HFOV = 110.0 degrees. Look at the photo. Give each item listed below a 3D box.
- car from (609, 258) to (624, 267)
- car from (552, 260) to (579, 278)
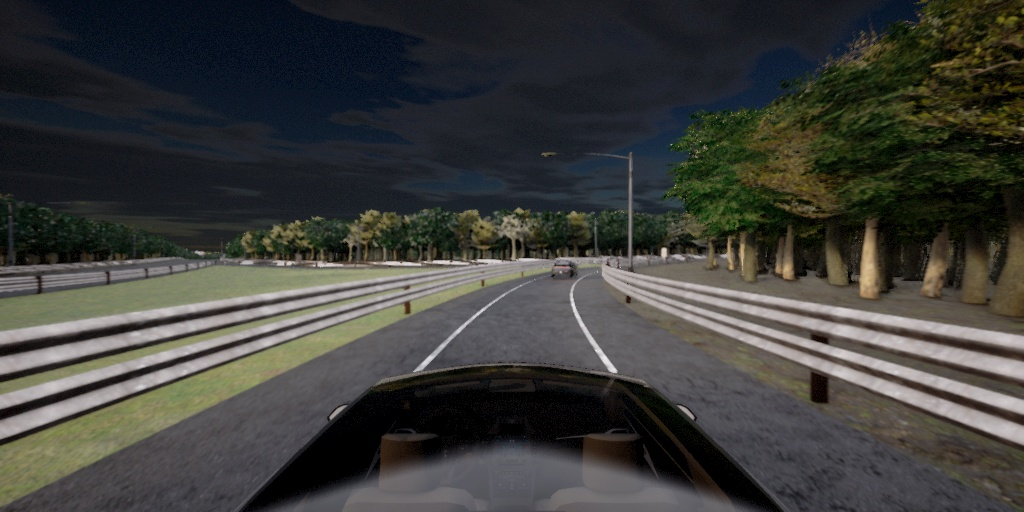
[{"bbox_3d":[16.138,1.045,56.490,1.994,1.385,4.181,0,1,32],"label":"car"},{"bbox_3d":[4.813,1.137,32.191,2.128,1.511,4.902,0,0,17],"label":"car"}]
